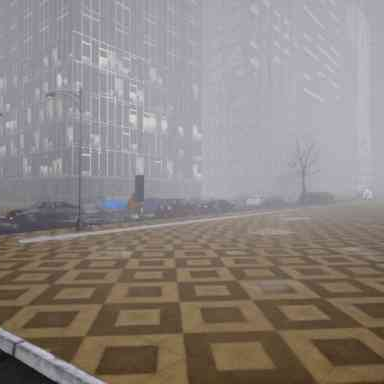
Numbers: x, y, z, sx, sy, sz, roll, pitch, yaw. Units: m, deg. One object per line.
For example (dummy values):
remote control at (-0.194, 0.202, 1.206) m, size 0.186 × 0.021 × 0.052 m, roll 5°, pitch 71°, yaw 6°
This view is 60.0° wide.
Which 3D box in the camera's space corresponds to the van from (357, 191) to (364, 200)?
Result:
van at (35.873, 0.683, 70.354) m, size 1.690 × 1.788 × 3.998 m, roll 1°, pitch 1°, yaw 41°

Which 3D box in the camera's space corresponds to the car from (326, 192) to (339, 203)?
car at (21.058, 0.840, 53.081) m, size 2.192 × 1.841 × 5.009 m, roll 1°, pitch 1°, yaw 41°

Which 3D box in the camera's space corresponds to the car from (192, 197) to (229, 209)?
car at (2.310, 1.280, 40.115) m, size 1.895 × 1.301 × 4.718 m, roll 0°, pitch 1°, yaw 41°

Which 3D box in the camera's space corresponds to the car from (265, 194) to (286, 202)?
car at (14.709, 1.056, 58.556) m, size 1.947 × 1.339 × 4.313 m, roll 1°, pitch 1°, yaw 41°

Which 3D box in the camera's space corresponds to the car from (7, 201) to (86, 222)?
car at (-10.733, 1.388, 24.923) m, size 2.033 × 1.411 × 5.357 m, roll 0°, pitch 1°, yaw 41°

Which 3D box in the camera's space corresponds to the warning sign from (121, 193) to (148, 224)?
warning sign at (-3.582, 0.977, 20.725) m, size 1.300 × 1.860 × 1.060 m, roll 0°, pitch 0°, yaw 41°

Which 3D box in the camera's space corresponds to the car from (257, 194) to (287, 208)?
car at (9.947, 1.244, 40.131) m, size 1.802 × 1.307 × 4.206 m, roll 1°, pitch 1°, yaw 41°

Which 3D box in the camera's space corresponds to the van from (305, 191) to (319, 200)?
van at (25.821, 0.695, 71.507) m, size 1.690 × 1.788 × 3.998 m, roll 1°, pitch 1°, yaw 41°

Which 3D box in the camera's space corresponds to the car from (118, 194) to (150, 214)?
car at (-4.310, 1.238, 32.411) m, size 1.882 × 1.535 × 5.008 m, roll 0°, pitch 1°, yaw 41°

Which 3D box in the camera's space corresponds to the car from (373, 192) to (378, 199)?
car at (39.575, 0.848, 74.675) m, size 2.008 × 1.369 × 4.403 m, roll 1°, pitch 1°, yaw 41°

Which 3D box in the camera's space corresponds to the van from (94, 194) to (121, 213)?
van at (-7.603, 1.106, 32.725) m, size 1.690 × 1.788 × 3.998 m, roll 1°, pitch 1°, yaw 41°

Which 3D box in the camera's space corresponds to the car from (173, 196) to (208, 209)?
car at (-0.112, 1.218, 41.290) m, size 1.887 × 1.381 × 4.507 m, roll 1°, pitch 1°, yaw 41°

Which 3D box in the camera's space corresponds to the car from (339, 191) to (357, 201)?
car at (28.575, 0.957, 61.849) m, size 1.752 × 1.417 × 4.829 m, roll 1°, pitch 1°, yaw 41°

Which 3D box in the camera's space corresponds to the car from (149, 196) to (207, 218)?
car at (-1.070, 1.240, 27.097) m, size 1.967 × 1.590 × 4.097 m, roll 1°, pitch 1°, yaw 41°

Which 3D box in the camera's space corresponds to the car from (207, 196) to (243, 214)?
car at (2.590, 1.320, 31.453) m, size 1.947 × 1.339 × 4.313 m, roll 1°, pitch 1°, yaw 41°

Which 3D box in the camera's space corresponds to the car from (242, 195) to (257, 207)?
car at (8.706, 1.168, 42.673) m, size 1.812 × 1.442 × 4.674 m, roll 0°, pitch 1°, yaw 41°

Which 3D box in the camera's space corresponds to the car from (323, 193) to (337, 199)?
car at (33.227, 0.829, 80.147) m, size 1.947 × 1.339 × 4.313 m, roll 1°, pitch 1°, yaw 41°

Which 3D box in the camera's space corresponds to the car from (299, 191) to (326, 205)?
car at (17.355, 0.885, 48.764) m, size 2.192 × 1.841 × 5.009 m, roll 1°, pitch 1°, yaw 41°
